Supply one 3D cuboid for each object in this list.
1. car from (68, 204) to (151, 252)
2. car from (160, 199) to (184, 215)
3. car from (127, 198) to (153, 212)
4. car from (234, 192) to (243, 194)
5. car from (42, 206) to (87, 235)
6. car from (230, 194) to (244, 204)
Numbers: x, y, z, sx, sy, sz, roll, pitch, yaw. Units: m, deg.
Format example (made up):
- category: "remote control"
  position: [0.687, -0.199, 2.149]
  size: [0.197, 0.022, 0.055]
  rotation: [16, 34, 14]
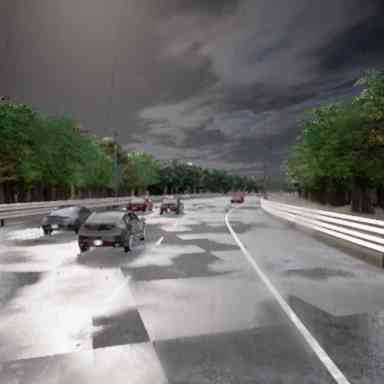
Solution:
- category: "car"
  position: [-3.100, 1.459, 13.678]
  size: [1.837, 1.490, 4.892]
  rotation: [0, 0, 2]
- category: "car"
  position: [-1.943, 1.419, 32.968]
  size: [1.837, 1.490, 4.892]
  rotation: [0, 0, 5]
- category: "car"
  position: [-5.323, 1.388, 34.539]
  size: [1.882, 1.535, 5.008]
  rotation: [0, 0, 5]
- category: "car"
  position: [9.460, 1.000, 68.035]
  size: [2.150, 2.045, 5.566]
  rotation: [0, 0, 11]
- category: "car"
  position: [-6.418, 1.467, 18.104]
  size: [1.812, 1.442, 4.674]
  rotation: [0, 0, 3]
- category: "car"
  position: [8.088, 1.475, 60.913]
  size: [1.895, 1.301, 4.718]
  rotation: [0, 0, 11]
